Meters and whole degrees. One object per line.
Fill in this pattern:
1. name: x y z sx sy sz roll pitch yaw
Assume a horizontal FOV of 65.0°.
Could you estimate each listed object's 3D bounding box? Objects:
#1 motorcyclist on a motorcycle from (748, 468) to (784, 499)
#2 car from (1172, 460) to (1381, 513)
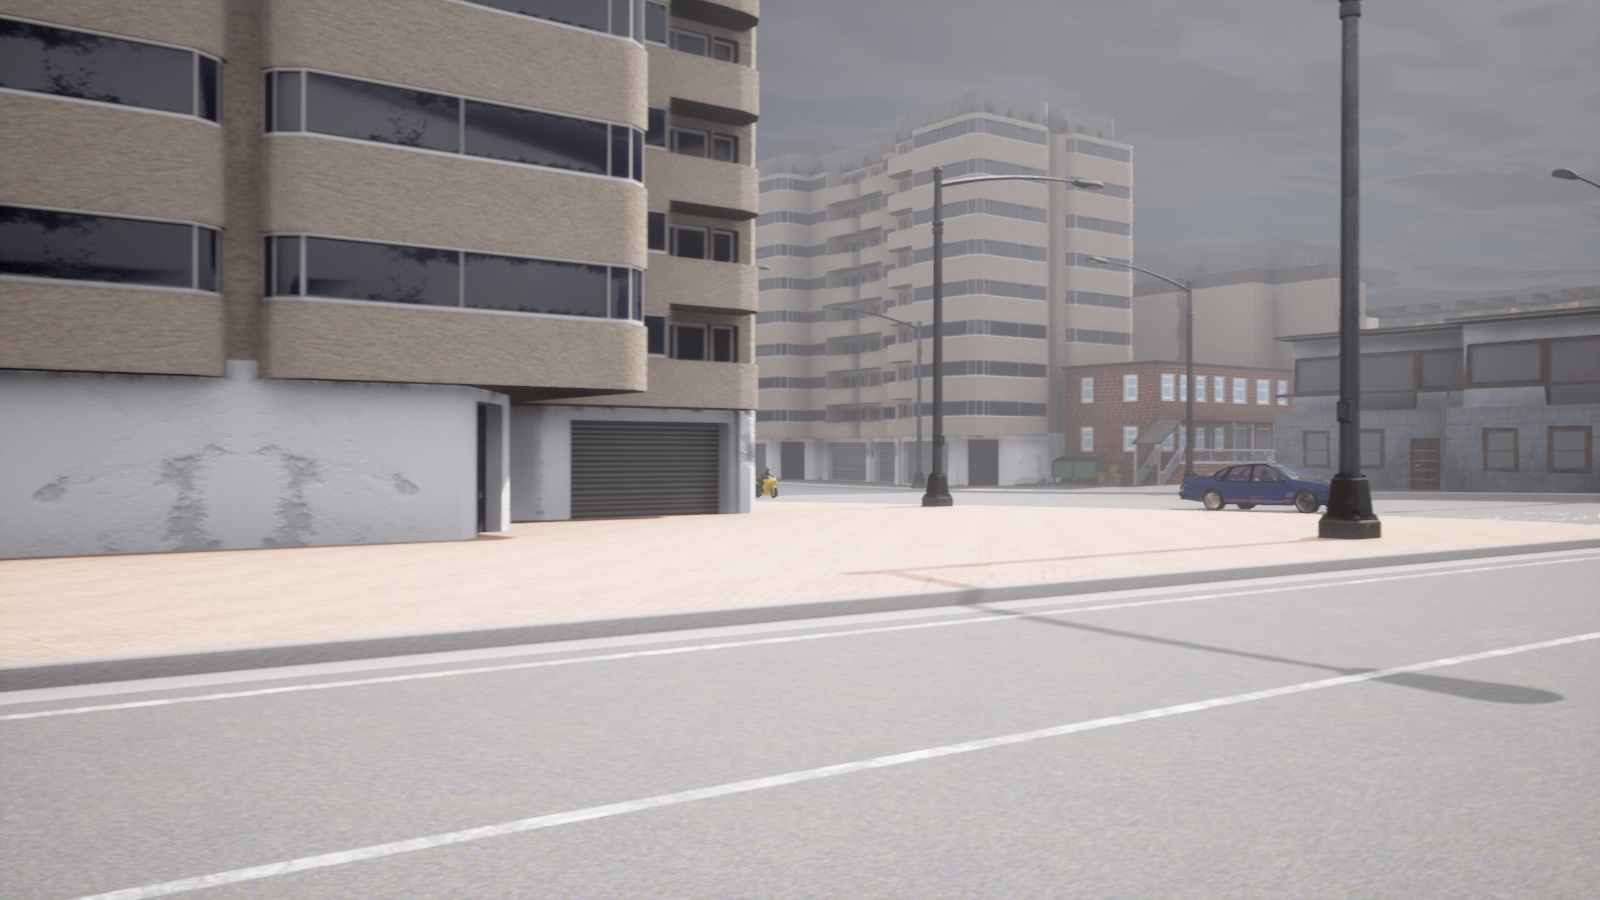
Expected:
1. motorcyclist on a motorcycle: -1.704 1.673 62.980 0.797 1.523 2.044 0 -1 -36
2. car: 13.594 1.012 36.170 2.033 1.411 5.357 0 -1 -36
